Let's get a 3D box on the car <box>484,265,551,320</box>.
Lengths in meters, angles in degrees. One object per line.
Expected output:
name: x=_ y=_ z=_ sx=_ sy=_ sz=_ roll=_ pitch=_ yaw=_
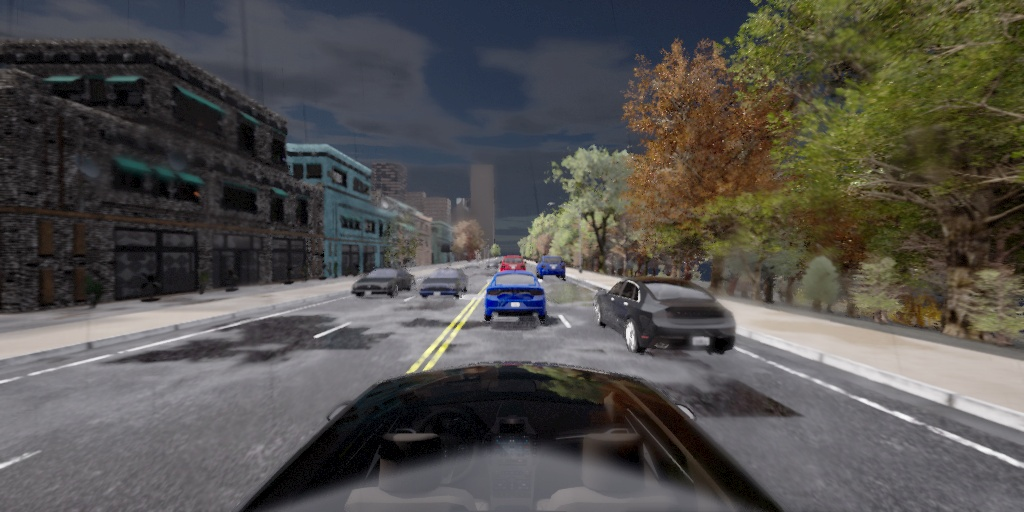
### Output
car: x=0.100 y=1.251 z=12.735 sx=1.882 sy=1.535 sz=5.008 roll=0 pitch=0 yaw=0

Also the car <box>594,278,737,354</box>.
car: x=3.350 y=1.270 z=8.770 sx=1.837 sy=1.490 sz=4.892 roll=0 pitch=0 yaw=0

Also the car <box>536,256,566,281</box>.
car: x=3.348 y=1.036 z=31.571 sx=2.150 sy=2.045 sz=5.566 roll=0 pitch=0 yaw=0

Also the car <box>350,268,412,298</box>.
car: x=-6.602 y=1.335 z=19.130 sx=2.033 sy=1.411 sz=5.357 roll=0 pitch=0 yaw=0

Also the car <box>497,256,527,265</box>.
car: x=0.098 y=1.035 z=31.510 sx=2.150 sy=2.045 sz=5.566 roll=0 pitch=0 yaw=0

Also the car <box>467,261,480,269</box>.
car: x=-6.546 y=1.475 z=60.049 sx=1.895 sy=1.301 sz=4.718 roll=0 pitch=0 yaw=1

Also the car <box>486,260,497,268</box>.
car: x=-3.298 y=1.364 z=59.865 sx=2.128 sy=1.511 sz=4.902 roll=0 pitch=0 yaw=0

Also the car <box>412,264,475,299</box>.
car: x=-3.352 y=1.334 z=18.692 sx=2.033 sy=1.411 sz=5.357 roll=0 pitch=0 yaw=0
